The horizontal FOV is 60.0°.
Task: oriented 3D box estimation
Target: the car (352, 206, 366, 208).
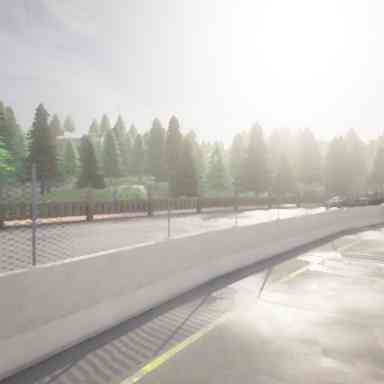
[{"bbox_3d":[20.104,1.037,37.787,5.566,2.045,2.150,0,0,-35],"label":"car"}]
